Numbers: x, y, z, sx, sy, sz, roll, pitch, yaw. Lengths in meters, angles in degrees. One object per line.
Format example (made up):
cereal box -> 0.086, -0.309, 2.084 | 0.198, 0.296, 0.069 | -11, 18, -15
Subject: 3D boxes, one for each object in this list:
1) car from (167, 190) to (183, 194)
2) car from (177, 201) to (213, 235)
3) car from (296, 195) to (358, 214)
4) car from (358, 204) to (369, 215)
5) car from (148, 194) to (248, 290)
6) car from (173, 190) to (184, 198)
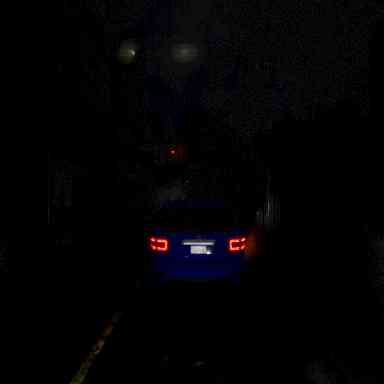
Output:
car -> -2.680, 0.831, 45.188 | 2.128, 1.511, 4.902 | 0, 2, -1
car -> 0.132, 1.389, 19.150 | 1.837, 1.490, 4.892 | 0, 1, 0
car -> 12.843, 1.181, 32.425 | 5.009, 1.841, 2.192 | 1, 0, 0
car -> 18.241, 1.524, 32.414 | 4.206, 1.307, 1.802 | 1, 0, 0
car -> 0.117, 1.195, 9.124 | 2.150, 2.045, 5.566 | 0, 0, 0
car -> -2.533, 0.349, 64.898 | 1.895, 1.301, 4.718 | 0, 2, 1
